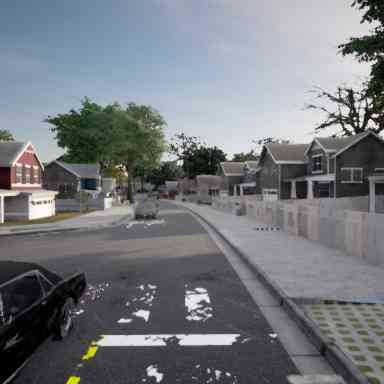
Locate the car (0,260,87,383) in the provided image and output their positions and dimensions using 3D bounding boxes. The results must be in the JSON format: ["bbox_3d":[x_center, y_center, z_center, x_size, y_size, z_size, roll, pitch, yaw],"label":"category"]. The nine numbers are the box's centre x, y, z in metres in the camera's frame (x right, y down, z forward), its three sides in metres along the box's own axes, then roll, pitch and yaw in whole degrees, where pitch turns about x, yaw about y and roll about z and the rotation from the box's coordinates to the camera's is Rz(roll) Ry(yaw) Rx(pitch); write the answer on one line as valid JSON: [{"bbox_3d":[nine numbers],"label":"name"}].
[{"bbox_3d":[-2.793,1.599,3.754,1.895,1.301,4.718,0,0,-1],"label":"car"}]

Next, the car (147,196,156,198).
[{"bbox_3d":[-6.410,1.441,53.054,2.097,1.767,4.553,0,0,-8],"label":"car"}]

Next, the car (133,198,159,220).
[{"bbox_3d":[-3.861,1.581,28.217,1.837,1.490,4.892,0,0,-4],"label":"car"}]
